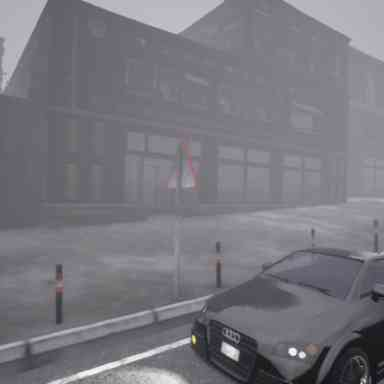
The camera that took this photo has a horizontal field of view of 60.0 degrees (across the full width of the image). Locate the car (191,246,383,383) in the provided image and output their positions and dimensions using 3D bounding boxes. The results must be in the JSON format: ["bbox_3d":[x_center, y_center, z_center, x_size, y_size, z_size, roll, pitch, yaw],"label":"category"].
[{"bbox_3d":[2.045,1.547,4.826,4.181,1.385,1.994,-1,0,-35],"label":"car"}]
